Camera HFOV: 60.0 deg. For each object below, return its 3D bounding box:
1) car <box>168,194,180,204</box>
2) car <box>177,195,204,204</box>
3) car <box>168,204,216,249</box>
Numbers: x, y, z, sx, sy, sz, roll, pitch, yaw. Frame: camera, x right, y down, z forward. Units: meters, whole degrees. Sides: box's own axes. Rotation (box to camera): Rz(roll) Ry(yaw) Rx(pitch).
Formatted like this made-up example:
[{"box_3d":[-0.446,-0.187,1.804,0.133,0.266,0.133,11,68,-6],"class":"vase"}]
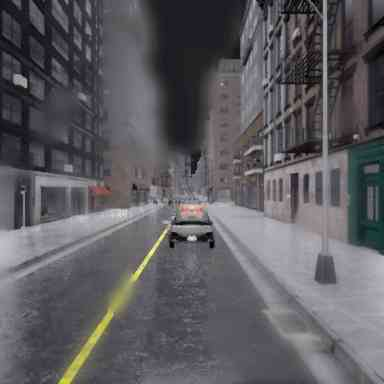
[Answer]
[{"box_3d":[-3.000,1.333,59.666,2.150,2.045,5.566,0,0,0],"class":"car"},{"box_3d":[0.000,1.375,29.620,2.097,1.767,4.553,0,0,0],"class":"car"},{"box_3d":[0.000,1.500,14.650,2.128,1.511,4.902,0,0,0],"class":"car"}]
